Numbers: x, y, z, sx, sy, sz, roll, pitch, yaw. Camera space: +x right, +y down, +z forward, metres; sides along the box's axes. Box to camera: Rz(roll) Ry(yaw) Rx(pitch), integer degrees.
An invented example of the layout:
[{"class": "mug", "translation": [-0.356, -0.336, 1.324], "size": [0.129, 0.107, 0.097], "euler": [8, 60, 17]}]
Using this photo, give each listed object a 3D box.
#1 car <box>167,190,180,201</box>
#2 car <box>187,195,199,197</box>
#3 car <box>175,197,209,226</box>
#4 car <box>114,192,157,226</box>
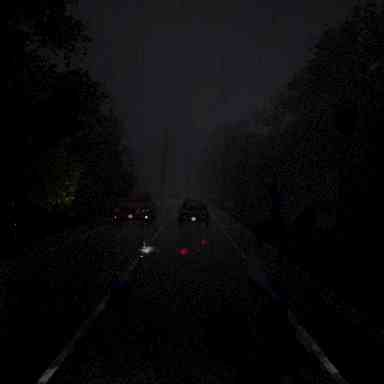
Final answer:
[{"class": "car", "translation": [-3.539, 0.625, 63.945], "size": [2.150, 2.045, 5.566], "euler": [0, 1, 0]}, {"class": "car", "translation": [0.086, 1.098, 39.478], "size": [1.882, 1.535, 5.008], "euler": [0, 1, 0]}, {"class": "car", "translation": [0.093, 1.305, 21.570], "size": [2.128, 1.511, 4.902], "euler": [0, 1, 0]}, {"class": "car", "translation": [-3.608, 1.027, 22.258], "size": [2.150, 2.045, 5.566], "euler": [0, 1, 0]}]
